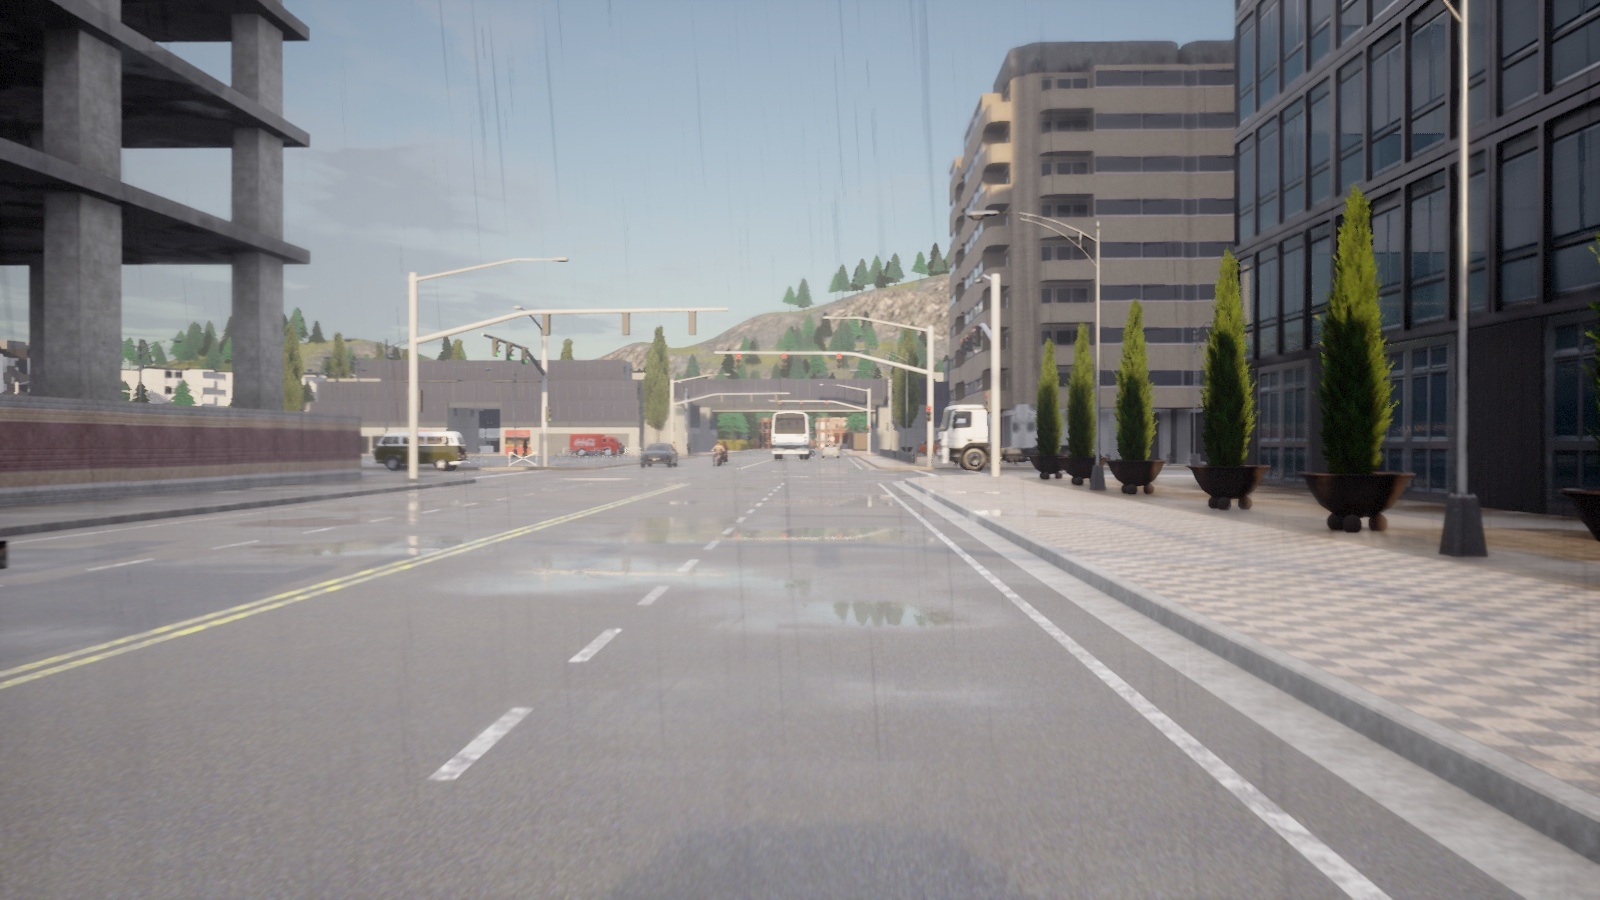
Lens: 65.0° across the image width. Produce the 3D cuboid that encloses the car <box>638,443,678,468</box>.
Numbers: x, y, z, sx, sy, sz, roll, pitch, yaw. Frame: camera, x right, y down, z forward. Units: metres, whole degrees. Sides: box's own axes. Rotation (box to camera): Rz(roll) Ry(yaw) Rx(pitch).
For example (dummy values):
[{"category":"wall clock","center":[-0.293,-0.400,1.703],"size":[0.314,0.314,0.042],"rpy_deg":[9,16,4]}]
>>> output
[{"category":"car","center":[-8.676,0.308,77.049],"size":[1.837,1.490,4.892],"rpy_deg":[0,0,1]}]

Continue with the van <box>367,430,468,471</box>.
[{"category":"van","center":[-19.450,0.035,63.950],"size":[4.480,2.038,2.069],"rpy_deg":[0,0,1]}]

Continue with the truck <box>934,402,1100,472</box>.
[{"category":"truck","center":[10.910,-0.639,63.662],"size":[7.936,3.462,2.891],"rpy_deg":[0,0,1]}]

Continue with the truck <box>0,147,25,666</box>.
[{"category":"truck","center":[-6.870,-0.269,4.696],"size":[2.891,3.462,7.936],"rpy_deg":[0,0,1]}]
